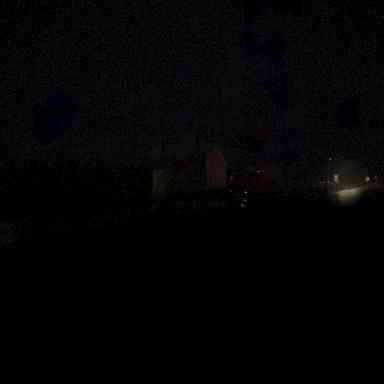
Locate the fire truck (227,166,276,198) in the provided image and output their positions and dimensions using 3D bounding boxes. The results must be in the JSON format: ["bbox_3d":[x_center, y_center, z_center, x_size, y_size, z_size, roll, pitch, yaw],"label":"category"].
[{"bbox_3d":[7.730,-1.333,42.278,2.891,3.827,8.468,3,4,35],"label":"fire truck"}]
